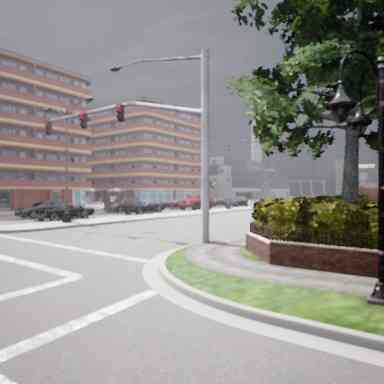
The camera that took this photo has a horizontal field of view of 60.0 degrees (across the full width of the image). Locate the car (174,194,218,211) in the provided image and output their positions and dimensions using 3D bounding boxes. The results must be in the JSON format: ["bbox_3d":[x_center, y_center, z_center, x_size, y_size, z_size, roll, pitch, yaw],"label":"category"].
[{"bbox_3d":[0.627,1.222,42.010,2.150,2.045,5.566,0,0,36],"label":"car"}]

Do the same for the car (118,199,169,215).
[{"bbox_3d":[-4.930,1.599,34.352,1.895,1.301,4.718,0,0,36],"label":"car"}]

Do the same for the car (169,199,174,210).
[{"bbox_3d":[-2.310,1.601,43.925,1.895,1.301,4.718,0,0,36],"label":"car"}]

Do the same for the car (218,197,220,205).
[{"bbox_3d":[3.722,1.526,52.199,1.812,1.442,4.674,0,0,36],"label":"car"}]

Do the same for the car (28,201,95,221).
[{"bbox_3d":[-10.323,1.601,26.942,1.895,1.301,4.718,0,0,33],"label":"car"}]

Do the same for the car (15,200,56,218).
[{"bbox_3d":[-12.932,1.505,29.270,1.837,1.490,4.892,0,0,36],"label":"car"}]

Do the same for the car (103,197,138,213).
[{"bbox_3d":[-7.547,1.352,36.696,2.097,1.767,4.553,0,0,35],"label":"car"}]

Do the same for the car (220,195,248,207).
[{"bbox_3d":[6.660,1.352,50.290,2.097,1.767,4.553,0,0,36],"label":"car"}]
